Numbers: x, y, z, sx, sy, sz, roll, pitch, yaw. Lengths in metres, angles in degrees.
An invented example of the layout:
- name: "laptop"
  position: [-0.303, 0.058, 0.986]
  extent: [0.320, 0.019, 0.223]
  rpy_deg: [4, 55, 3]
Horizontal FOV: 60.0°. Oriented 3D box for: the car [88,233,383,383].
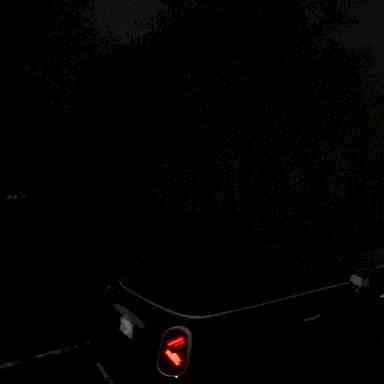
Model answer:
- name: "car"
  position: [1.081, 1.353, 4.508]
  extent: [4.553, 1.767, 2.097]
  rpy_deg: [0, 0, -35]
